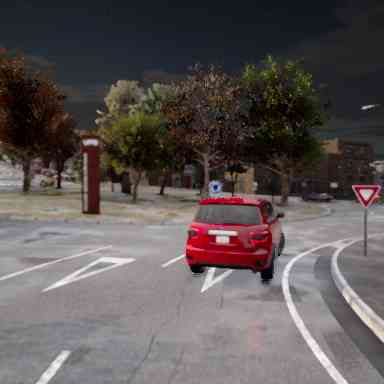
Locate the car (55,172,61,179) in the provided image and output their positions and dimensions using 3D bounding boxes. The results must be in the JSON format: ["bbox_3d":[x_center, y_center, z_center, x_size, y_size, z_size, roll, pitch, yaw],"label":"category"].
[{"bbox_3d":[-33.077,-3.921,88.497,2.002,1.452,4.674,7,6,28],"label":"car"}]

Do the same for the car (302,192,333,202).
[{"bbox_3d":[19.661,0.776,52.259,2.033,1.411,5.357,-1,2,-21],"label":"car"}]

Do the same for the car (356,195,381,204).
[{"bbox_3d":[26.277,0.772,49.366,4.553,1.767,2.097,1,1,-41],"label":"car"}]

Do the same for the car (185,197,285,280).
[{"bbox_3d":[1.533,1.175,10.155,2.150,2.045,5.566,1,0,18],"label":"car"}]

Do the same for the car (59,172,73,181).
[{"bbox_3d":[-31.080,-3.605,86.224,2.231,1.521,4.892,7,6,28],"label":"car"}]
